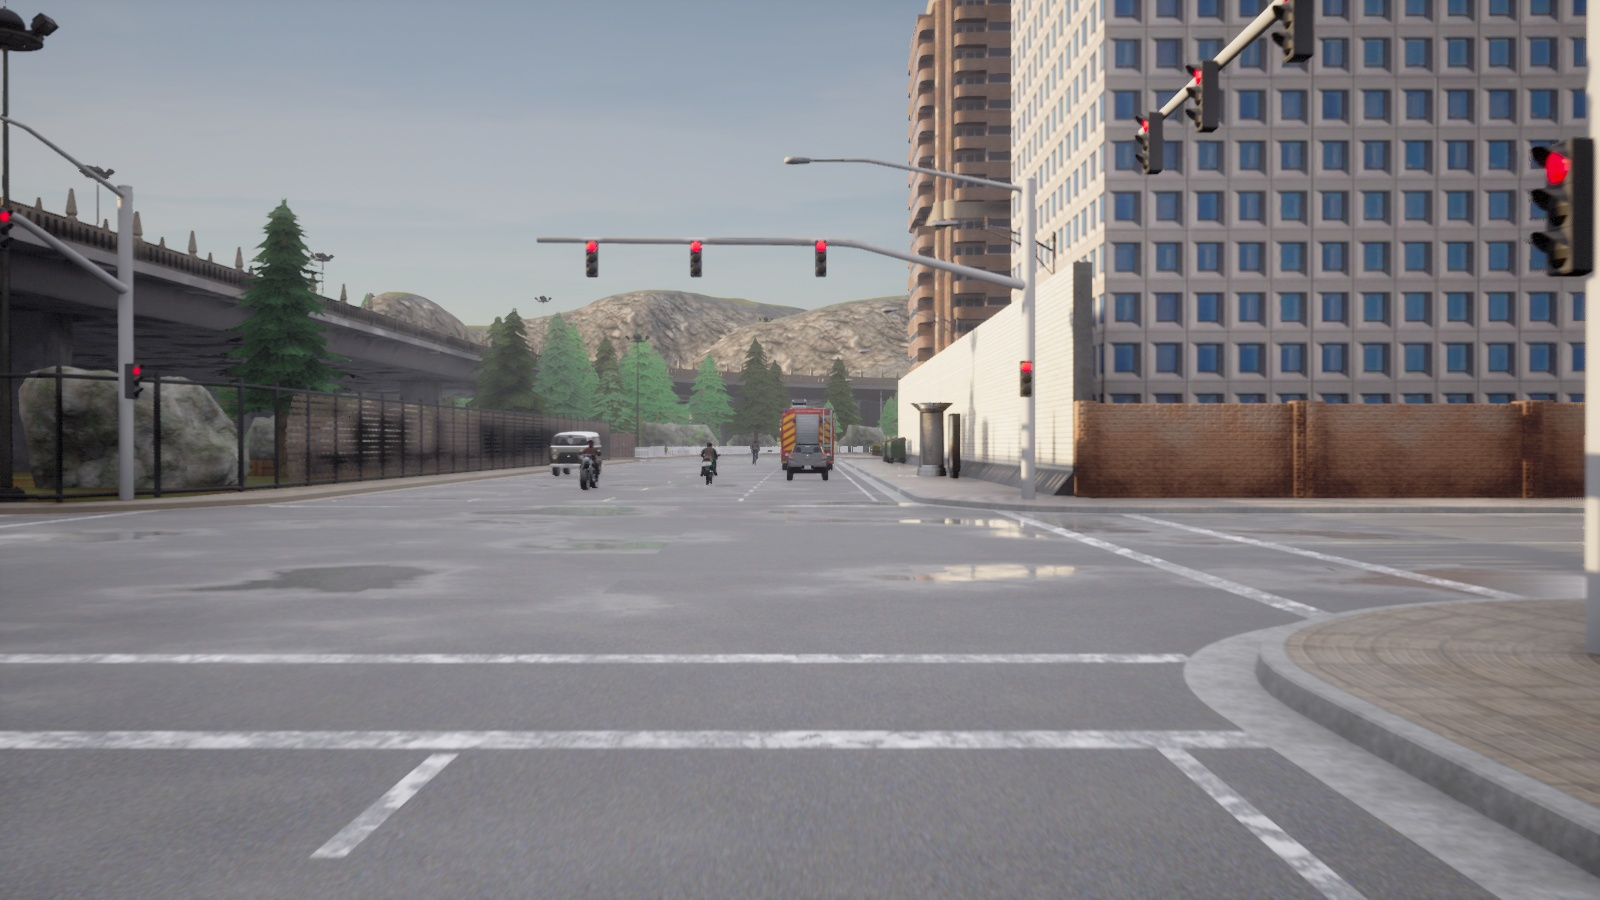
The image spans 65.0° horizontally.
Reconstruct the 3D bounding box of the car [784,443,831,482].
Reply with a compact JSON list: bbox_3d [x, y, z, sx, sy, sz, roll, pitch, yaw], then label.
[{"bbox_3d":[0.304,0.473,50.999,1.845,1.501,3.633,0,0,0],"label":"car"}]

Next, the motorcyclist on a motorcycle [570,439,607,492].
[{"bbox_3d":[-6.757,0.464,40.190,0.766,1.649,2.350,0,0,0],"label":"motorcyclist on a motorcycle"}]

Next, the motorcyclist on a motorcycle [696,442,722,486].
[{"bbox_3d":[-3.232,0.474,44.722,0.797,1.523,2.044,0,0,0],"label":"motorcyclist on a motorcycle"}]

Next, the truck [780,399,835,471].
[{"bbox_3d":[0.419,-0.819,71.163,2.891,3.827,8.468,0,0,0],"label":"truck"}]

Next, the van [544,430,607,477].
[{"bbox_3d":[-10.161,0.140,57.111,2.069,2.038,4.480,0,0,0],"label":"van"}]
